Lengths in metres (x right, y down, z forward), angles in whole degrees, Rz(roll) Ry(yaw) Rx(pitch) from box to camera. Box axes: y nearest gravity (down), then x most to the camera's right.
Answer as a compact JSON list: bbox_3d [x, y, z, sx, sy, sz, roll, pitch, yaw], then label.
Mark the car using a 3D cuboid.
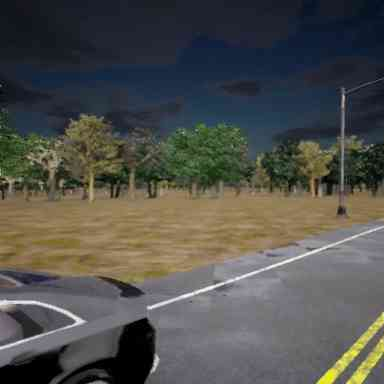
[{"bbox_3d":[-2.481,1.452,2.347,2.128,1.511,4.902,1,1,45],"label":"car"}]
